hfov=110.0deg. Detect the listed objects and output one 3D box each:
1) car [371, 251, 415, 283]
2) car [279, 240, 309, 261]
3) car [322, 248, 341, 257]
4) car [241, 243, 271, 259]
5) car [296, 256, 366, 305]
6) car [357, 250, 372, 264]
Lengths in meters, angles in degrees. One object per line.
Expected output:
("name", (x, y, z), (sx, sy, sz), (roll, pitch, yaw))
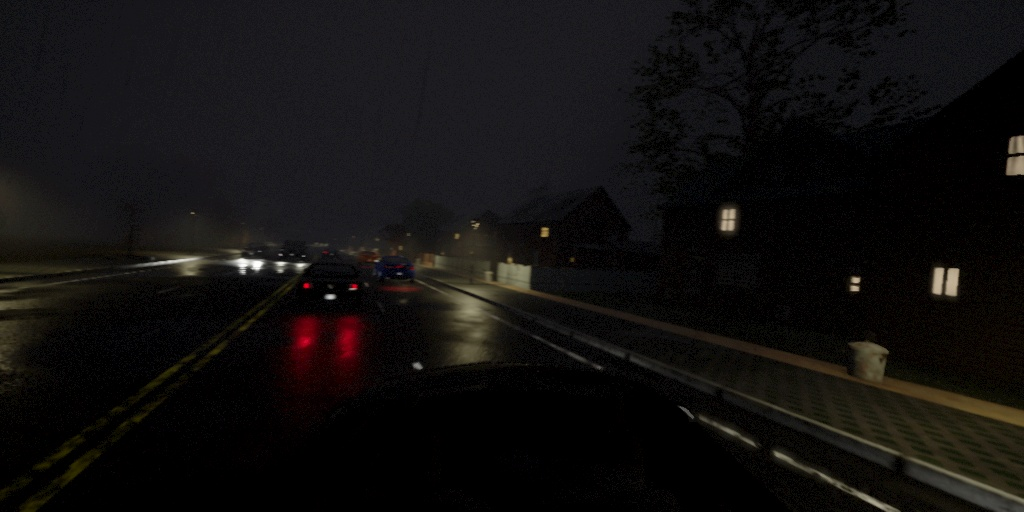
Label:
("car", (-7.174, 0.712, 21.728), (1.882, 1.535, 5.008), (4, 0, -26))
("car", (-21.442, -0.563, 35.414), (2.150, 2.045, 5.566), (4, 0, -27))
("car", (-23.021, -0.334, 45.752), (1.994, 1.385, 4.181), (4, 0, -28))
("car", (-24.881, -0.540, 34.960), (2.128, 1.511, 4.902), (4, 0, -27))
("car", (-6.464, 0.885, 12.923), (1.895, 1.301, 4.718), (4, 0, -26))
("car", (-14.992, 0.153, 37.316), (1.882, 1.535, 5.008), (4, 0, -27))
